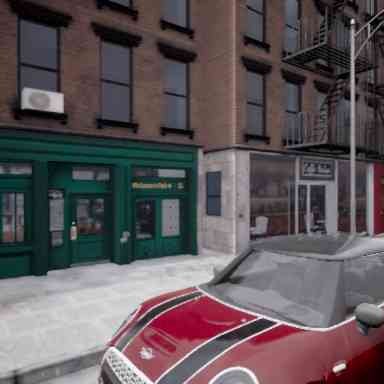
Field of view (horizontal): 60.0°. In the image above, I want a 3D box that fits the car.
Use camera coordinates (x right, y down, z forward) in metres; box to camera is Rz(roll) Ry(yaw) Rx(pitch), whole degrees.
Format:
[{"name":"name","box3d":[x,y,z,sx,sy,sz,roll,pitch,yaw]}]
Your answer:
[{"name":"car","box3d":[1.300,1.361,3.885,4.553,1.767,2.097,0,0,-36]}]
